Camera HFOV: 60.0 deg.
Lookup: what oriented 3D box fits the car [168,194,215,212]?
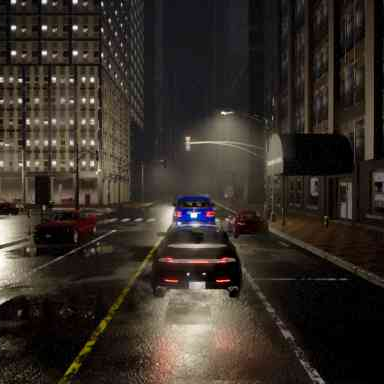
[{"bbox_3d":[0.093,1.218,18.417,2.150,2.045,5.566,0,0,0],"label":"car"}]

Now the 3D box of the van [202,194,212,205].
[{"bbox_3d":[2.698,1.326,60.691,1.690,1.788,3.998,0,0,0],"label":"van"}]

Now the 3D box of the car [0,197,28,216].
[{"bbox_3d":[-18.602,1.306,31.066,5.009,1.841,2.192,0,0,1],"label":"car"}]

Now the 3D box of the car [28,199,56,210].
[{"bbox_3d":[-18.514,1.497,39.448,4.403,1.369,2.008,0,0,1],"label":"car"}]

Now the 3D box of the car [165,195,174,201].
[{"bbox_3d":[-5.676,1.538,83.481,1.947,1.339,4.313,0,0,0],"label":"car"}]

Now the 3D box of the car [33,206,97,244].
[{"bbox_3d":[-5.822,1.542,15.724,1.887,1.381,4.507,0,0,0],"label":"car"}]

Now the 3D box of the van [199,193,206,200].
[{"bbox_3d":[2.705,1.309,89.175,1.690,1.788,3.998,0,0,0],"label":"van"}]

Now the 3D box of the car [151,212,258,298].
[{"bbox_3d":[0.101,1.490,8.498,2.128,1.511,4.902,0,0,0],"label":"car"}]

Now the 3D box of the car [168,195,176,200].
[{"bbox_3d":[-5.673,1.529,94.874,1.947,1.339,4.313,0,0,0],"label":"car"}]

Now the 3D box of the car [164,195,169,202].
[{"bbox_3d":[-5.677,1.521,77.784,1.887,1.381,4.507,0,0,0],"label":"car"}]

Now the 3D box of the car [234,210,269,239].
[{"bbox_3d":[2.818,1.579,17.098,1.802,1.307,4.206,0,0,0],"label":"car"}]

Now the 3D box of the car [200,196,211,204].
[{"bbox_3d":[2.700,1.533,66.388,2.008,1.369,4.403,0,0,0],"label":"car"}]
